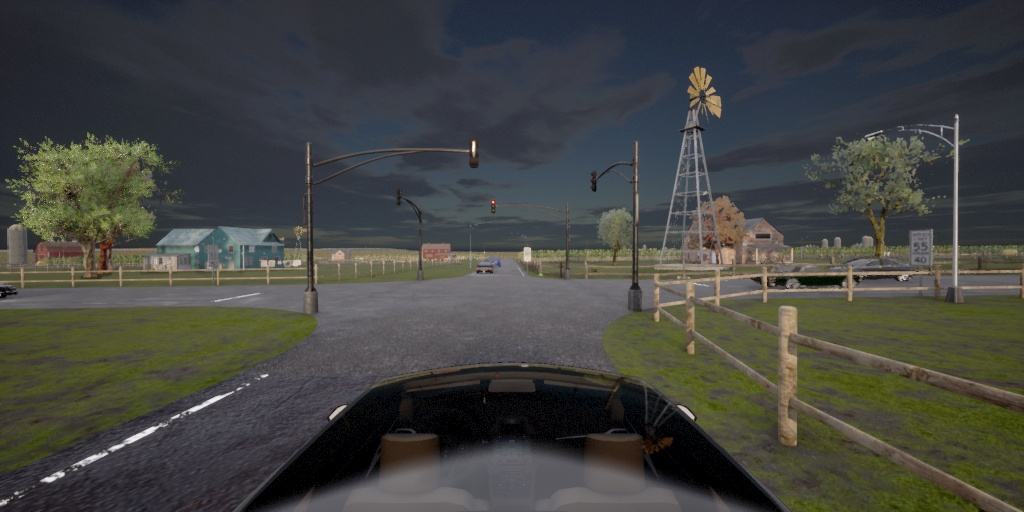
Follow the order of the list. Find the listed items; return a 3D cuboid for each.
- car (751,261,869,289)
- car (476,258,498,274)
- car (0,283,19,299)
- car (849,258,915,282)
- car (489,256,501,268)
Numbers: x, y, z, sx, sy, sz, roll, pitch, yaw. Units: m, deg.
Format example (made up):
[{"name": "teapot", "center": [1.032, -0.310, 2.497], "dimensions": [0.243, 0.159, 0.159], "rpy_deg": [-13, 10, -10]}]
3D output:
[{"name": "car", "center": [15.915, 1.143, 19.451], "dimensions": [4.718, 1.301, 1.895], "rpy_deg": [-1, 1, 1]}, {"name": "car", "center": [-3.023, 1.292, 40.640], "dimensions": [2.033, 1.411, 5.357], "rpy_deg": [0, 0, -1]}, {"name": "car", "center": [-30.043, 1.716, 19.100], "dimensions": [5.357, 1.411, 2.033], "rpy_deg": [-1, 1, 0]}, {"name": "car", "center": [22.772, 0.889, 23.035], "dimensions": [4.892, 1.490, 1.837], "rpy_deg": [-1, 1, 0]}, {"name": "car", "center": [-3.157, 0.970, 63.393], "dimensions": [2.150, 2.045, 5.566], "rpy_deg": [0, 0, 0]}]
